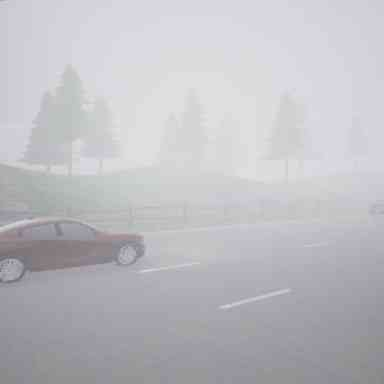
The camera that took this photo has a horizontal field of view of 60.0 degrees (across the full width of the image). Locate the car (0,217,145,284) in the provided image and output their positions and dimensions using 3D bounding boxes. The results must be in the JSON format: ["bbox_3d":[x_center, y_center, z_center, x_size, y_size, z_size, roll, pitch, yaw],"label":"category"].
[{"bbox_3d":[-3.770,1.463,9.655,5.008,1.535,1.882,0,0,-35],"label":"car"}]

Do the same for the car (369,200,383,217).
[{"bbox_3d":[17.288,1.447,28.923,4.902,1.511,2.128,0,0,-35],"label":"car"}]
